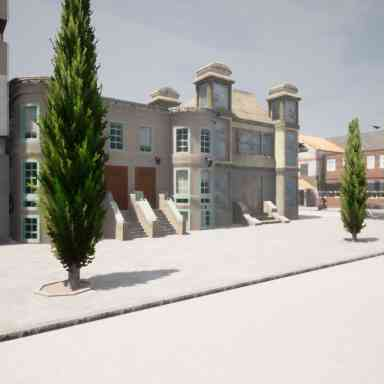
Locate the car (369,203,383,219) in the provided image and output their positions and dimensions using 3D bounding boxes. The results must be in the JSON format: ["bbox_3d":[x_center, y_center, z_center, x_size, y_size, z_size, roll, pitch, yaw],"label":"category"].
[{"bbox_3d":[15.648,1.601,26.816,1.895,1.301,4.718,0,0,-35],"label":"car"}]

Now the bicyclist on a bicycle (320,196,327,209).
[{"bbox_3d":[16.051,1.349,40.717,1.656,1.620,0.582,0,0,-35],"label":"bicyclist on a bicycle"}]
